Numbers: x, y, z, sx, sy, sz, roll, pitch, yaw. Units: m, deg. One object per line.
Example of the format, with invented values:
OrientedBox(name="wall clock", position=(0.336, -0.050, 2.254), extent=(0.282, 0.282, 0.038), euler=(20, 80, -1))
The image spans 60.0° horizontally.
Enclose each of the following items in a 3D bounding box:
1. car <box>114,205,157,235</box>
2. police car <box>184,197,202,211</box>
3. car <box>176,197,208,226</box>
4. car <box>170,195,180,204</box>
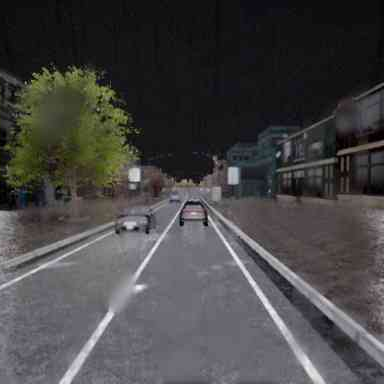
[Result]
OrientedBox(name="car", position=(-3.091, 1.507, 19.029), extent=(2.128, 1.511, 4.902), euler=(0, 0, 0))
OrientedBox(name="police car", position=(0.115, 1.458, 41.811), extent=(2.038, 1.542, 4.974), euler=(0, 0, 0))
OrientedBox(name="car", position=(0.109, 1.448, 23.780), extent=(2.033, 1.649, 4.856), euler=(0, 0, 0))
OrientedBox(name="car", position=(-3.011, 1.265, 60.513), extent=(1.882, 1.535, 5.008), euler=(0, 1, 1))
